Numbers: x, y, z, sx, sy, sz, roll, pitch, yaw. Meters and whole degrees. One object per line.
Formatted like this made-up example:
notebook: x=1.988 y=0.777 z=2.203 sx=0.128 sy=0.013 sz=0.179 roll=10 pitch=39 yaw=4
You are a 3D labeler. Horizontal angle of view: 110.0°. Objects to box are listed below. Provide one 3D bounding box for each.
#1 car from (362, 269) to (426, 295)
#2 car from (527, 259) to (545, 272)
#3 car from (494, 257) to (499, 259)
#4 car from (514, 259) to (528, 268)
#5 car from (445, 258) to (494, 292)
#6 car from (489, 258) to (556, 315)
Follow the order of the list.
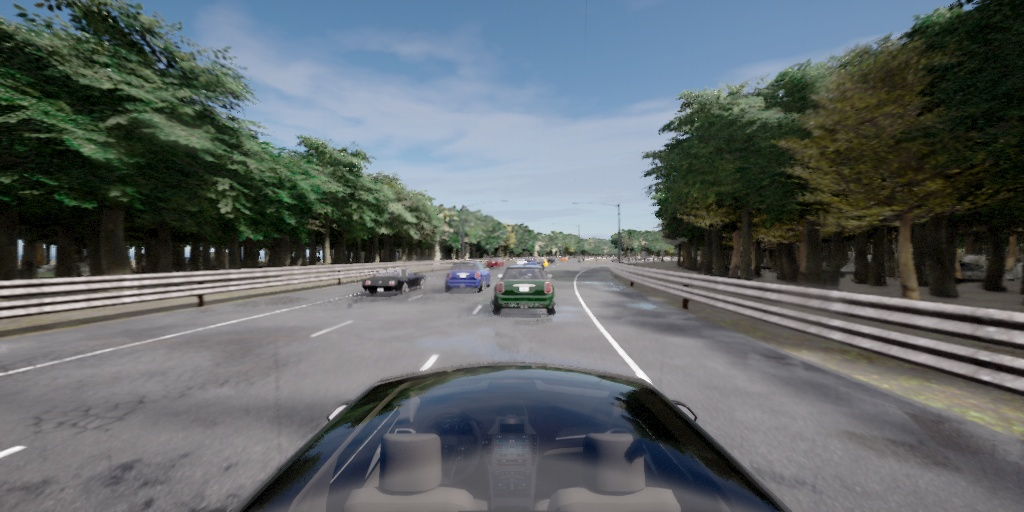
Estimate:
car: x=-6.264 y=1.344 z=19.712 sx=1.895 sy=1.301 sz=4.718 roll=1 pitch=0 yaw=4
car: x=3.265 y=1.223 z=47.391 sx=2.128 sy=1.511 sz=4.902 roll=0 pitch=0 yaw=7
car: x=-2.508 y=1.040 z=56.696 sx=2.097 sy=1.767 sz=4.553 roll=0 pitch=0 yaw=8
car: x=1.496 y=1.221 z=59.631 sx=1.812 sy=1.442 sz=4.674 roll=0 pitch=0 yaw=8
car: x=-2.500 y=1.103 z=21.377 sx=2.097 sy=1.767 sz=4.553 roll=0 pitch=0 yaw=3
car: x=0.497 y=1.104 z=13.858 sx=2.097 sy=1.767 sz=4.553 roll=0 pitch=0 yaw=3
